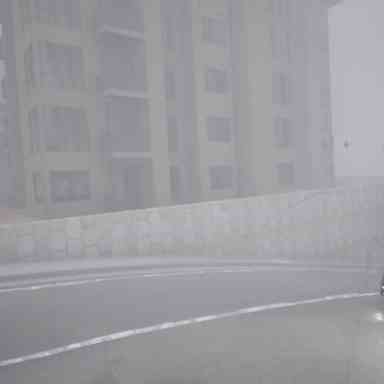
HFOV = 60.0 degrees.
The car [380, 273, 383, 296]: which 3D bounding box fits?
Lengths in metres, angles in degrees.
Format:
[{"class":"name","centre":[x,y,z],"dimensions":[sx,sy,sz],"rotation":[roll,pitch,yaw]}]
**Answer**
[{"class":"car","centre":[6.921,2.335,8.850],"dimensions":[4.902,1.511,2.128],"rotation":[10,-6,-35]}]
